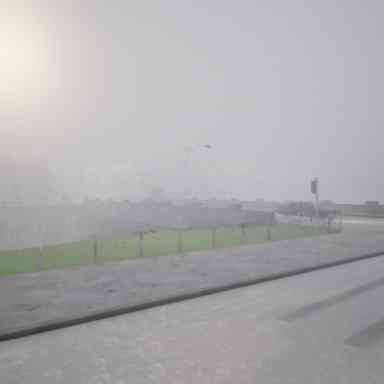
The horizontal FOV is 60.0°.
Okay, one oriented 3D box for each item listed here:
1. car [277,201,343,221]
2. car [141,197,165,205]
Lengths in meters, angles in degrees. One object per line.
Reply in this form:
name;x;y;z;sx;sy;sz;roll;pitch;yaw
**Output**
car;9.723;1.474;27.940;2.033;1.411;5.357;0;0;-36
car;-5.788;1.473;49.659;2.033;1.411;5.357;0;0;-36
